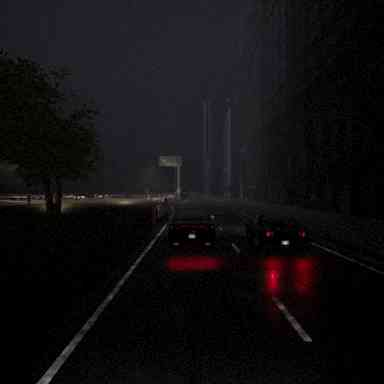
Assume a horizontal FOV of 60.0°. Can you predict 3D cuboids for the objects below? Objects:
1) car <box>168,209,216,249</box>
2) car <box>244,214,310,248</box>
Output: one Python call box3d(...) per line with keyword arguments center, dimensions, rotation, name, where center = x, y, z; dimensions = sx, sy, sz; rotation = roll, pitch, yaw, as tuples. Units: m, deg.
box3d(center=(0.001, 1.481, 14.651), dimensions=(1.882, 1.535, 5.008), rotation=(0, 0, 0), name="car")
box3d(center=(3.500, 1.613, 14.680), dimensions=(1.895, 1.301, 4.718), rotation=(0, 0, 0), name="car")
